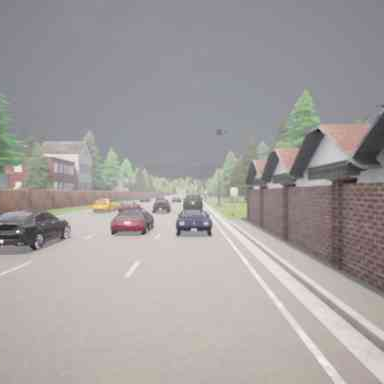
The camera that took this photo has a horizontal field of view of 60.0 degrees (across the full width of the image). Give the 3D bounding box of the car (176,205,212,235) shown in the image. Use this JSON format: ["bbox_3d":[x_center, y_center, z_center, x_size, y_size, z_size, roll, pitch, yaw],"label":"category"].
[{"bbox_3d":[0.103,1.644,19.156,1.895,1.301,4.718,0,0,0],"label":"car"}]

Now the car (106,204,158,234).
[{"bbox_3d":[-3.397,1.608,19.503,1.994,1.385,4.181,0,0,0],"label":"car"}]

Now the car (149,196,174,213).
[{"bbox_3d":[-3.394,1.591,38.282,1.837,1.490,4.892,0,0,0],"label":"car"}]

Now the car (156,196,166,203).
[{"bbox_3d":[-6.990,1.647,75.149,1.882,1.535,5.008,0,0,0],"label":"car"}]

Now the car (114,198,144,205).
[{"bbox_3d":[-6.895,1.684,36.889,1.895,1.301,4.718,0,0,0],"label":"car"}]

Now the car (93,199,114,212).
[{"bbox_3d":[-10.395,1.568,39.875,1.882,1.535,5.008,0,0,0],"label":"car"}]

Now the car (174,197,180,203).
[{"bbox_3d":[-3.490,1.722,75.597,1.994,1.385,4.181,0,0,1],"label":"car"}]

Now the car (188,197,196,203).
[{"bbox_3d":[0.010,1.765,75.628,1.895,1.301,4.718,0,0,0],"label":"car"}]

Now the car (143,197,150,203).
[{"bbox_3d":[-10.490,1.723,75.563,1.994,1.385,4.181,0,0,1],"label":"car"}]

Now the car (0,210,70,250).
[{"bbox_3d":[-6.898,1.538,14.398,1.837,1.490,4.892,0,0,0],"label":"car"}]

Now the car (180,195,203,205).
[{"bbox_3d":[0.104,1.306,37.621,2.150,2.045,5.566,0,0,0],"label":"car"}]
